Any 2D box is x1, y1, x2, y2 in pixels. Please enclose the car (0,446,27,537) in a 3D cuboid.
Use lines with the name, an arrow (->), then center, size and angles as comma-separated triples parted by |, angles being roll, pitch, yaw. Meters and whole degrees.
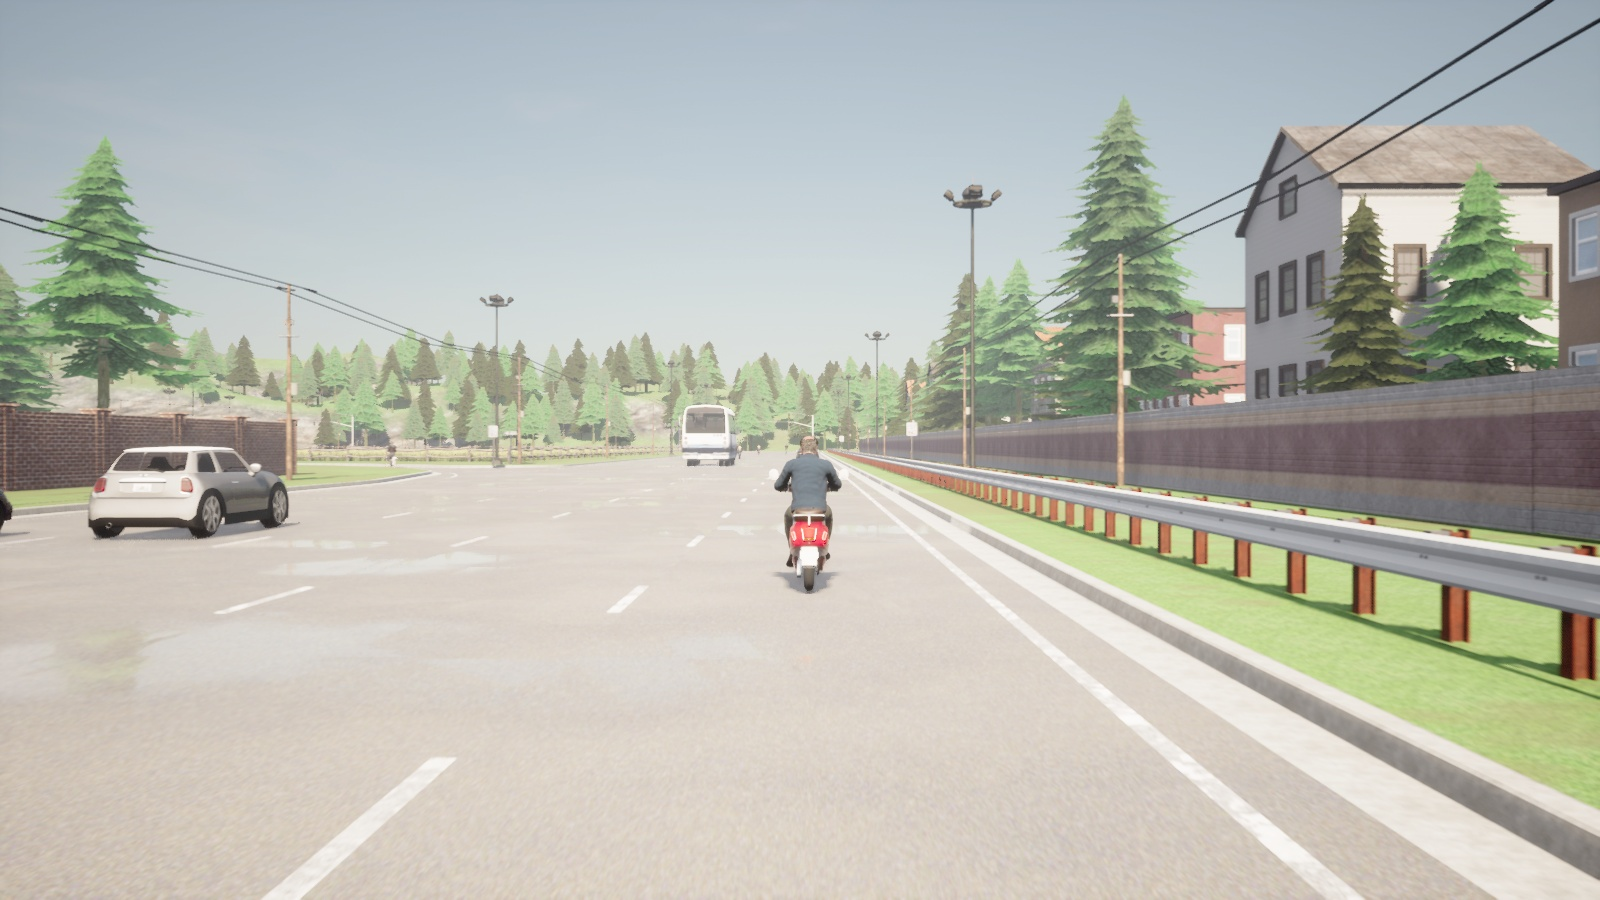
car -> -13.873, 0.674, 18.938 | 1.816, 1.474, 4.193 | 0, 0, 0

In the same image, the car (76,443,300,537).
car -> -10.357, 0.619, 21.595 | 1.970, 1.475, 3.806 | 0, 0, 0

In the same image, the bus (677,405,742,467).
bus -> -6.444, -0.996, 91.703 | 3.944, 4.253, 10.273 | 0, 0, 0

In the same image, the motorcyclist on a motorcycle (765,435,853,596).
motorcyclist on a motorcycle -> 0.094, 0.648, 13.356 | 0.866, 1.590, 1.817 | 0, 0, 0
